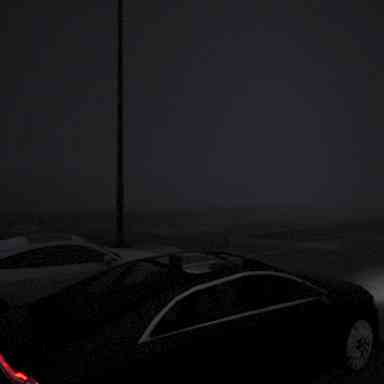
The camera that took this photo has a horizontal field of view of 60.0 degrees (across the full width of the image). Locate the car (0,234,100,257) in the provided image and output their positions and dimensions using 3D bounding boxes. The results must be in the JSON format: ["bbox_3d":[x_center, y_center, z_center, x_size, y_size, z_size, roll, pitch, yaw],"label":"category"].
[{"bbox_3d":[-2.465,1.529,6.286,4.674,1.442,1.812,0,0,-35],"label":"car"}]

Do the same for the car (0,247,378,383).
[{"bbox_3d":[0.361,1.497,4.003,4.902,1.511,2.128,0,0,-35],"label":"car"}]
